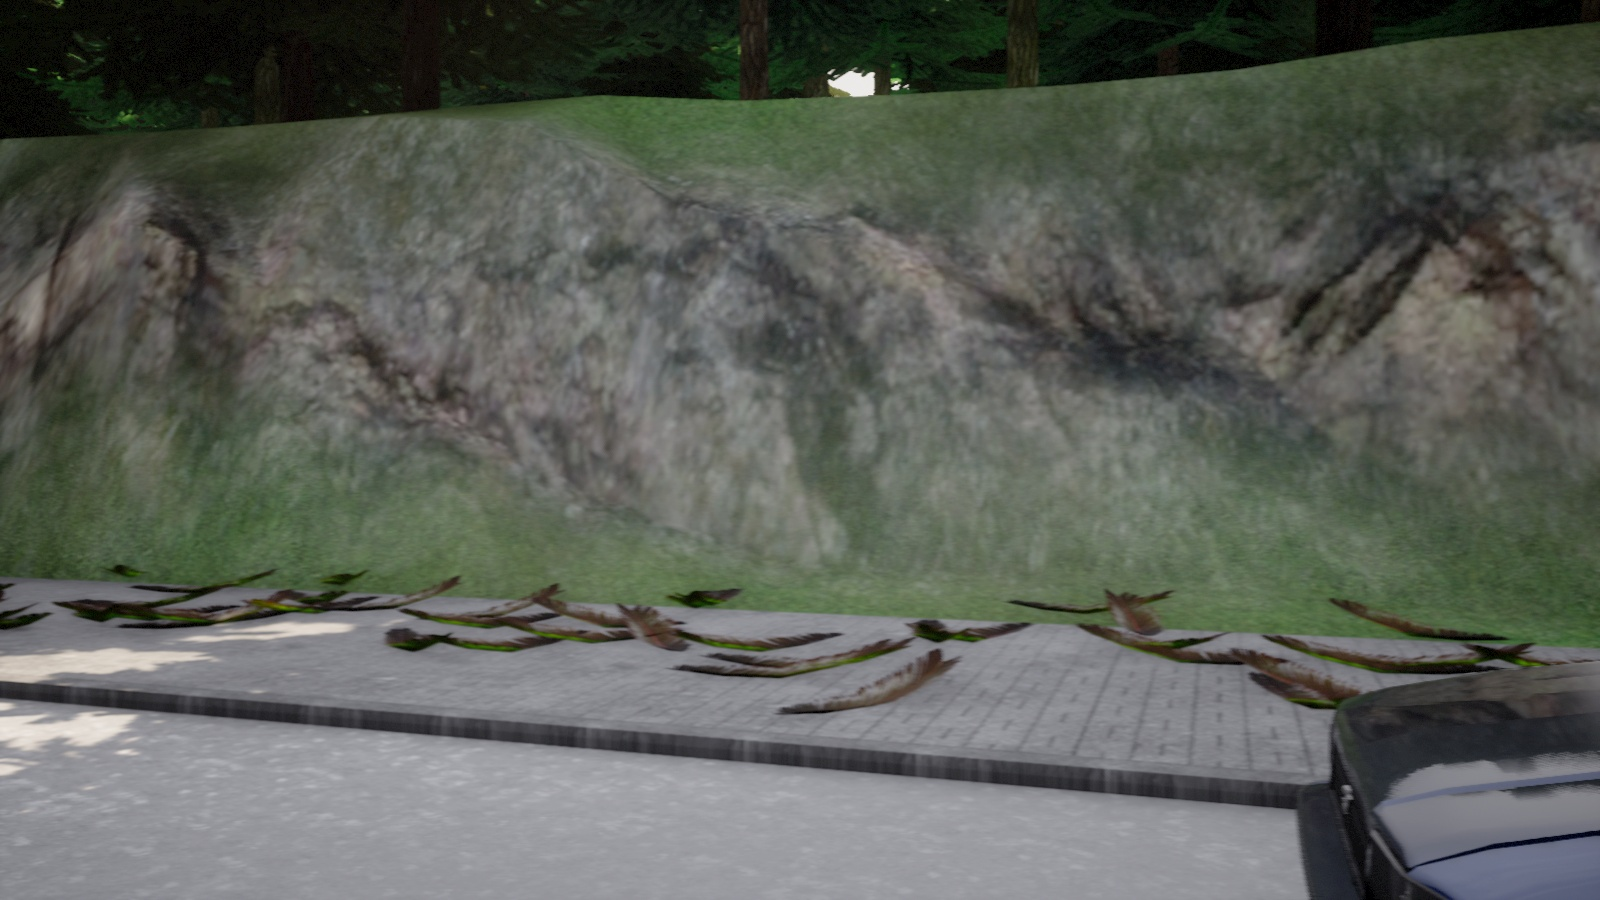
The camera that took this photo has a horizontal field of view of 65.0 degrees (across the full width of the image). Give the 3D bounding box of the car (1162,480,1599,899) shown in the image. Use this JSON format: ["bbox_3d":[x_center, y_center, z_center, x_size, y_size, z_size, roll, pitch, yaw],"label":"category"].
[{"bbox_3d":[3.560,0.847,2.524,5.357,1.411,2.033,1,1,19],"label":"car"}]
